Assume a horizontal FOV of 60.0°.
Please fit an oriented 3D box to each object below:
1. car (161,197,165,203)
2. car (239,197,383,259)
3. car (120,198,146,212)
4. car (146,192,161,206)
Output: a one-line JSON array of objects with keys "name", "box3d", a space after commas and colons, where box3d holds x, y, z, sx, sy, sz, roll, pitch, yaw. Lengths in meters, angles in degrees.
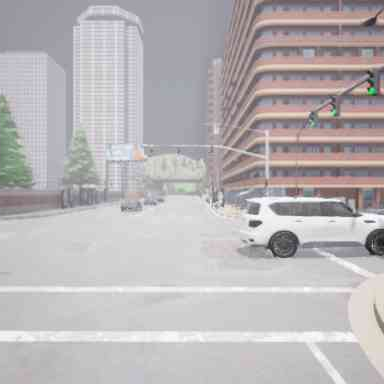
[{"name": "car", "box3d": [-6.924, 1.620, 71.663, 1.895, 1.301, 4.718, 0, 0, 0]}, {"name": "car", "box3d": [4.530, 1.195, 12.114, 5.566, 2.045, 2.150, -1, 0, -2]}, {"name": "car", "box3d": [-7.055, 1.566, 39.112, 2.033, 1.411, 5.357, 0, 0, 0]}, {"name": "car", "box3d": [-7.014, 1.379, 56.017, 2.097, 1.767, 4.553, 0, 0, 0]}]
